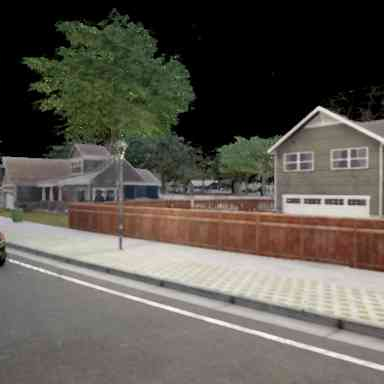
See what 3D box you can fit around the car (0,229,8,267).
[{"bbox_3d":[-7.499,1.305,10.108,4.553,1.767,2.097,0,0,40],"label":"car"}]
